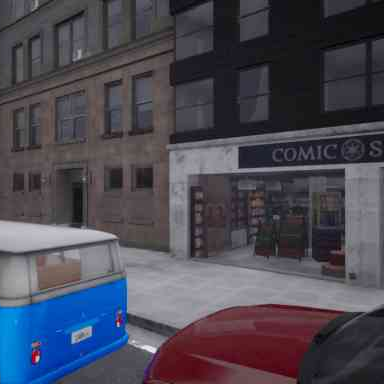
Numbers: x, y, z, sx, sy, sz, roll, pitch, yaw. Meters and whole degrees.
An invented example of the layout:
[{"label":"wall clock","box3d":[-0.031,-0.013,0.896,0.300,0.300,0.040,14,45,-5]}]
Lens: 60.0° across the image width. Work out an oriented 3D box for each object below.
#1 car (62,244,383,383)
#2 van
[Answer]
[{"label":"car","box3d":[1.899,1.315,1.456,5.009,1.841,2.192,0,0,36]},{"label":"van","box3d":[-2.723,1.341,4.755,3.998,1.788,1.690,0,0,36]}]
